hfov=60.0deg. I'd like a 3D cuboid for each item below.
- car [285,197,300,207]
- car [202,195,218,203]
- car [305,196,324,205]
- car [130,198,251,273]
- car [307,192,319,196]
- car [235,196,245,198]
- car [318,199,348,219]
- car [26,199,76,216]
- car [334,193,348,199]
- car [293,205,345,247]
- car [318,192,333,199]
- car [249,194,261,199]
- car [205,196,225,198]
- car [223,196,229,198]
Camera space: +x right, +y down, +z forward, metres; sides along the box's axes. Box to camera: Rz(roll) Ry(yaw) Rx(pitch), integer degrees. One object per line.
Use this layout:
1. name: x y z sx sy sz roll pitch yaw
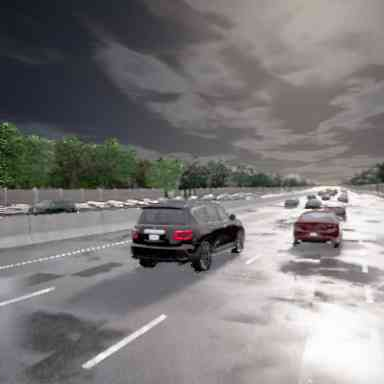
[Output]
1. car: 15.926 1.588 52.758 2.128 1.511 4.902 -1 0 25
2. car: 4.312 1.624 77.395 1.882 1.535 5.008 -1 0 25
3. car: 17.375 1.665 47.637 1.994 1.385 4.181 -1 0 25
4. car: 0.122 1.363 11.615 2.150 2.045 5.566 -1 -1 26
5. car: 28.496 1.164 79.559 1.882 1.535 5.008 -1 0 25
6. car: 10.653 1.583 74.430 2.033 1.411 5.357 -1 0 25
7. car: 13.323 1.675 30.977 2.128 1.511 4.902 -1 0 26
8. car: -15.249 1.812 36.341 2.150 2.045 5.566 -1 0 26
9. car: 29.056 1.335 64.218 1.994 1.385 4.181 -1 0 25
10. car: 6.056 1.609 15.846 1.882 1.535 5.008 -1 -1 26
11. car: 29.975 1.285 74.442 1.895 1.301 4.718 -1 0 25
12. car: 13.832 1.346 72.974 2.097 1.767 4.553 -1 0 25
13. car: -0.254 1.456 18.881 2.150 2.045 5.566 -1 -1 26
14. car: 7.483 1.647 75.912 1.994 1.385 4.181 -1 0 25
